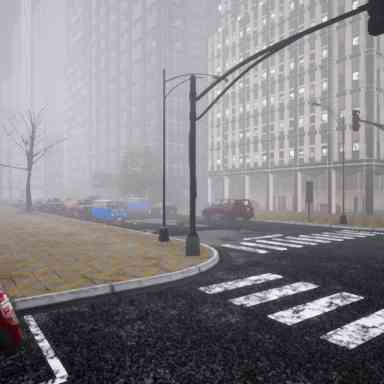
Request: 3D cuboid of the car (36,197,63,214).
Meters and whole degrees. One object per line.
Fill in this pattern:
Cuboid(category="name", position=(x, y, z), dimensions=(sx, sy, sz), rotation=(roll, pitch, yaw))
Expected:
Cuboid(category="car", position=(-16.758, 1.584, 40.209), dimensions=(2.192, 1.841, 5.009), rotation=(0, 0, -36))

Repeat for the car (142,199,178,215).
Cuboid(category="car", position=(-3.245, 1.758, 36.004), dimensions=(2.008, 1.369, 4.403), rotation=(0, 0, -36))

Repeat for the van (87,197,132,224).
Cuboid(category="van", position=(-6.615, 1.499, 26.451), dimensions=(1.690, 1.788, 3.998), rotation=(0, 0, -36))

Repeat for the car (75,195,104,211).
Cuboid(category="car", position=(-14.442, 1.524, 46.740), dimensions=(2.150, 2.045, 5.566), rotation=(0, 0, -36))

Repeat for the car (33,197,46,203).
Cuboid(category="car", position=(-39.054, 2.063, 85.110), dimensions=(1.882, 1.535, 5.008), rotation=(0, 0, -36))

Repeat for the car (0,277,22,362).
Cuboid(category="car", position=(-4.209, 1.440, 3.554), dimensions=(4.097, 1.590, 1.967), rotation=(0, 0, -36))

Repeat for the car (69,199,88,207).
Cuboid(category="car", position=(-20.149, 1.940, 58.935), dimensions=(2.008, 1.369, 4.403), rotation=(0, 0, -36))

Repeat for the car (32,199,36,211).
Cuboid(category="car", position=(-20.138, 1.745, 44.796), dimensions=(1.967, 1.590, 4.097), rotation=(0, 0, -36))

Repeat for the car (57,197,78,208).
Cuboid(category="car", position=(-20.749, 1.721, 55.225), dimensions=(2.097, 1.767, 4.553), rotation=(0, 0, -36))

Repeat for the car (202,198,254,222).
Cuboid(category="car", position=(2.931, 1.454, 27.625), dimensions=(2.192, 1.841, 5.009), rotation=(0, 0, -36))

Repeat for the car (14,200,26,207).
Cuboid(category="car", position=(-30.279, 1.994, 58.554), dimensions=(1.802, 1.307, 4.206), rotation=(0, 0, -36))

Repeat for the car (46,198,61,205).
Cuboid(category="car", position=(-30.292, 2.061, 72.695), dimensions=(1.947, 1.339, 4.313), rotation=(0, 0, -36))

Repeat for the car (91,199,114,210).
Cuboid(category="car", position=(-13.489, 1.844, 49.900), dimensions=(1.752, 1.417, 4.829), rotation=(0, 0, -36))

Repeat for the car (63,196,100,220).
Cuboid(category="car", position=(-9.996, 1.510, 31.037), dimensions=(2.192, 1.841, 5.009), rotation=(0, 0, -36))

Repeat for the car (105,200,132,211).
Cuboid(category="car", position=(-10.006, 1.847, 45.177), dimensions=(1.947, 1.339, 4.313), rotation=(0, 0, -36))

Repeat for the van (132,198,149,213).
Cuboid(category="van", position=(-6.627, 1.586, 40.591), dimensions=(1.690, 1.788, 3.998), rotation=(0, 0, -36))
